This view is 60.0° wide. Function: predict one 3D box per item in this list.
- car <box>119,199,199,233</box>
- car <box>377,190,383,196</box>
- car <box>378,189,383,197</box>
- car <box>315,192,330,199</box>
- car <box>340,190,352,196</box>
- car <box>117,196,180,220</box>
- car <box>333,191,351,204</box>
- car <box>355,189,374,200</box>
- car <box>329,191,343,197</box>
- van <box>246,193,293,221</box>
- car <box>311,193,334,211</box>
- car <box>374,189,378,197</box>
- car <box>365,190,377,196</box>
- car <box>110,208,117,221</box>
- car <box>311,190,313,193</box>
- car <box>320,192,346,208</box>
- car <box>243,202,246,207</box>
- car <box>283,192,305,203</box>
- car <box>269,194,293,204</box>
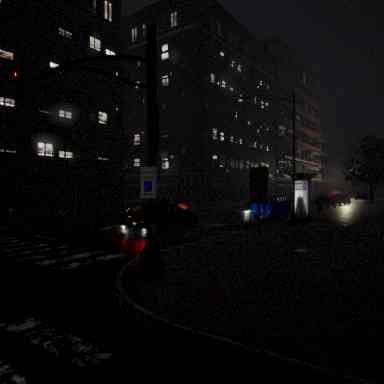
[{"bbox_3d":[-1.470,1.312,18.112,1.812,1.442,4.674,0,1,36],"label":"car"},{"bbox_3d":[45.111,0.315,78.907,1.802,1.307,4.206,1,1,36],"label":"car"},{"bbox_3d":[41.827,0.356,74.307,1.887,1.381,4.507,1,1,36],"label":"car"},{"bbox_3d":[25.699,0.621,65.284,1.802,1.307,4.206,1,1,36],"label":"car"},{"bbox_3d":[38.824,0.278,83.663,2.008,1.369,4.403,1,1,36],"label":"car"},{"bbox_3d":[-2.285,1.102,21.875,2.097,1.767,4.553,0,1,36],"label":"car"},{"bbox_3d":[18.834,0.923,42.111,1.947,1.339,4.313,1,1,36],"label":"car"},{"bbox_3d":[28.688,0.564,55.907,1.967,1.590,4.097,1,1,36],"label":"car"},{"bbox_3d":[32.262,0.428,74.473,1.887,1.381,4.507,1,1,36],"label":"car"},{"bbox_3d":[5.695,1.009,23.708,1.690,1.788,3.998,1,1,36],"label":"van"},{"bbox_3d":[12.264,1.078,32.912,1.947,1.339,4.313,1,1,36],"label":"car"},{"bbox_3d":[31.973,0.590,60.509,1.887,1.381,4.507,1,1,36],"label":"car"},{"bbox_3d":[44.217,0.216,82.085,1.994,1.385,4.181,0,1,36],"label":"car"},{"bbox_3d":[-3.832,1.283,23.931,1.887,1.381,4.507,1,1,36],"label":"car"},{"bbox_3d":[16.540,0.446,48.062,1.812,1.442,4.674,0,1,36],"label":"car"},{"bbox_3d":[15.549,0.979,37.511,1.887,1.381,4.507,1,1,36],"label":"car"},{"bbox_3d":[7.449,1.067,35.494,2.033,1.411,5.357,0,1,36],"label":"car"},{"bbox_3d":[15.757,0.801,51.361,1.752,1.417,4.829,1,1,36],"label":"car"},{"bbox_3d":[12.574,0.933,46.906,1.802,1.307,4.206,1,1,36],"label":"car"}]
